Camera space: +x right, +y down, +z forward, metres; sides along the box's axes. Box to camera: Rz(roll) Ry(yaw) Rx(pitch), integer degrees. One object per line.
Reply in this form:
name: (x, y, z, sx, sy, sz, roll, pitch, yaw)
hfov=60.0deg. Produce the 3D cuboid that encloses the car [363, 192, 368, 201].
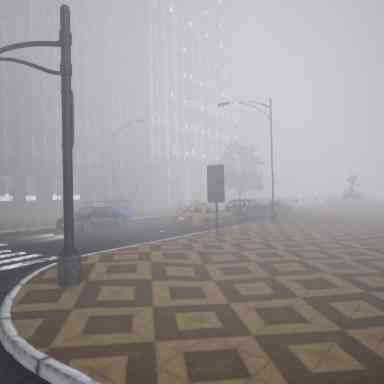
car: (32.387, 0.981, 64.839, 1.967, 1.590, 4.097, -2, -1, 35)

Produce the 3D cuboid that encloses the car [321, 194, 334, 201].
car: (32.054, 1.272, 78.629, 1.887, 1.381, 4.507, -2, -1, 35)

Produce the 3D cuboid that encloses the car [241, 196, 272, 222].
car: (3.836, 1.206, 23.476, 1.967, 1.590, 4.097, -2, -1, 35)

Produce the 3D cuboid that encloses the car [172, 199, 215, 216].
car: (0.245, 1.492, 32.407, 1.752, 1.417, 4.829, -2, -1, 35)

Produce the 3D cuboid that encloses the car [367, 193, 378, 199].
car: (45.113, 1.005, 83.199, 2.008, 1.369, 4.403, -2, -1, 35)

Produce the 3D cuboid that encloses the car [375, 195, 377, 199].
car: (42.043, 0.999, 78.739, 1.752, 1.417, 4.829, -2, -1, 35)

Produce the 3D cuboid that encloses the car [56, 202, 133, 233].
car: (-5.657, 1.528, 19.234, 1.994, 1.385, 4.181, -2, -1, 35)

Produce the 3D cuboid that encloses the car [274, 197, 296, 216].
car: (7.005, 1.320, 28.076, 1.802, 1.307, 4.206, -2, -1, 35)

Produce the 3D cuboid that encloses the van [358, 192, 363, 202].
van: (29.203, 0.905, 60.251, 1.690, 1.788, 3.998, -2, -1, 35)

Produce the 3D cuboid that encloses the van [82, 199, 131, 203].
van: (-6.004, 1.363, 23.332, 1.690, 1.788, 3.998, -2, -1, 35)

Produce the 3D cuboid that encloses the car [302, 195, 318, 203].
car: (22.538, 1.233, 64.806, 1.967, 1.590, 4.097, -2, -1, 35)

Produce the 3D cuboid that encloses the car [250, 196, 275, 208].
car: (9.853, 1.328, 46.372, 1.967, 1.590, 4.097, -2, -1, 35)

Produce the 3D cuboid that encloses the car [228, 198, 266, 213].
car: (6.088, 1.409, 36.287, 2.033, 1.411, 5.357, -2, -1, 35)

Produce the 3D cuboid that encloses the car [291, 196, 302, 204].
car: (16.198, 1.390, 55.588, 2.008, 1.369, 4.403, -2, -1, 35)

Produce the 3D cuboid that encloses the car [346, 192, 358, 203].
car: (26.012, 1.027, 55.668, 1.967, 1.590, 4.097, -2, -1, 35)

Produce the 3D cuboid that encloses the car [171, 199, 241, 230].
car: (0.768, 1.318, 19.015, 1.752, 1.417, 4.829, -2, -1, 35)

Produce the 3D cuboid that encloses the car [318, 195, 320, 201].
car: (25.712, 1.315, 69.413, 1.887, 1.381, 4.507, -2, -1, 35)

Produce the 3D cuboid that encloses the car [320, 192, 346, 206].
car: (19.773, 1.159, 46.611, 1.752, 1.417, 4.829, -2, -1, 35)

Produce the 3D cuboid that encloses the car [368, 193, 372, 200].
car: (35.573, 0.833, 69.426, 2.192, 1.841, 5.009, -2, -1, 35)

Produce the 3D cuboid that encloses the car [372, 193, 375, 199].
car: (38.782, 1.061, 73.998, 1.947, 1.339, 4.313, -2, -1, 35)
